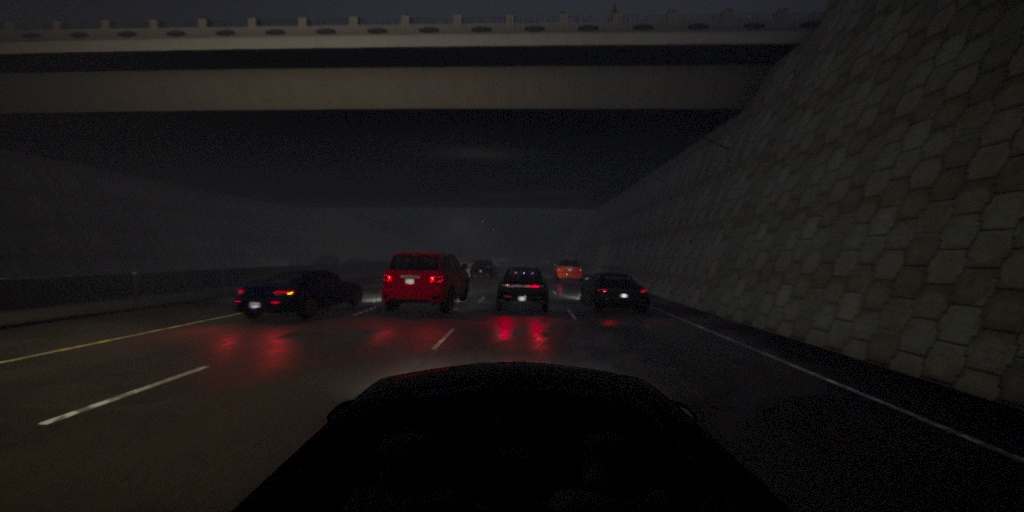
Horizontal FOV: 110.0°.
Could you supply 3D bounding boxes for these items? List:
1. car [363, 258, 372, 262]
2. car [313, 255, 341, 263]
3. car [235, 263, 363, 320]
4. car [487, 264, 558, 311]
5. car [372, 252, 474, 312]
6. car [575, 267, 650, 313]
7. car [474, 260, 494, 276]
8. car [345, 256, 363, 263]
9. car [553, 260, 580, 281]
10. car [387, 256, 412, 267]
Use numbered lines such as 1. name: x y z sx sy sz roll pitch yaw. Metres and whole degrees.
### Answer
1. car: -19.288 0.786 52.180 1.895 1.301 4.718 1 0 3
2. car: -26.333 0.558 51.113 1.837 1.490 4.892 1 0 3
3. car: -6.675 1.108 11.760 1.812 1.442 4.674 1 0 3
4. car: 0.438 1.200 14.235 2.128 1.511 4.902 1 0 2
5. car: -3.075 0.867 13.860 2.150 2.045 5.566 1 0 3
6. car: 3.943 1.340 14.328 1.994 1.385 4.181 1 0 2
7. car: -2.420 1.067 31.427 1.882 1.535 5.008 1 0 2
8. car: -22.765 0.679 52.681 1.994 1.385 4.181 1 0 3
9. car: 4.499 1.082 29.345 2.097 1.767 4.553 1 0 2
10. car: -15.852 0.761 50.799 1.837 1.490 4.892 1 0 2
